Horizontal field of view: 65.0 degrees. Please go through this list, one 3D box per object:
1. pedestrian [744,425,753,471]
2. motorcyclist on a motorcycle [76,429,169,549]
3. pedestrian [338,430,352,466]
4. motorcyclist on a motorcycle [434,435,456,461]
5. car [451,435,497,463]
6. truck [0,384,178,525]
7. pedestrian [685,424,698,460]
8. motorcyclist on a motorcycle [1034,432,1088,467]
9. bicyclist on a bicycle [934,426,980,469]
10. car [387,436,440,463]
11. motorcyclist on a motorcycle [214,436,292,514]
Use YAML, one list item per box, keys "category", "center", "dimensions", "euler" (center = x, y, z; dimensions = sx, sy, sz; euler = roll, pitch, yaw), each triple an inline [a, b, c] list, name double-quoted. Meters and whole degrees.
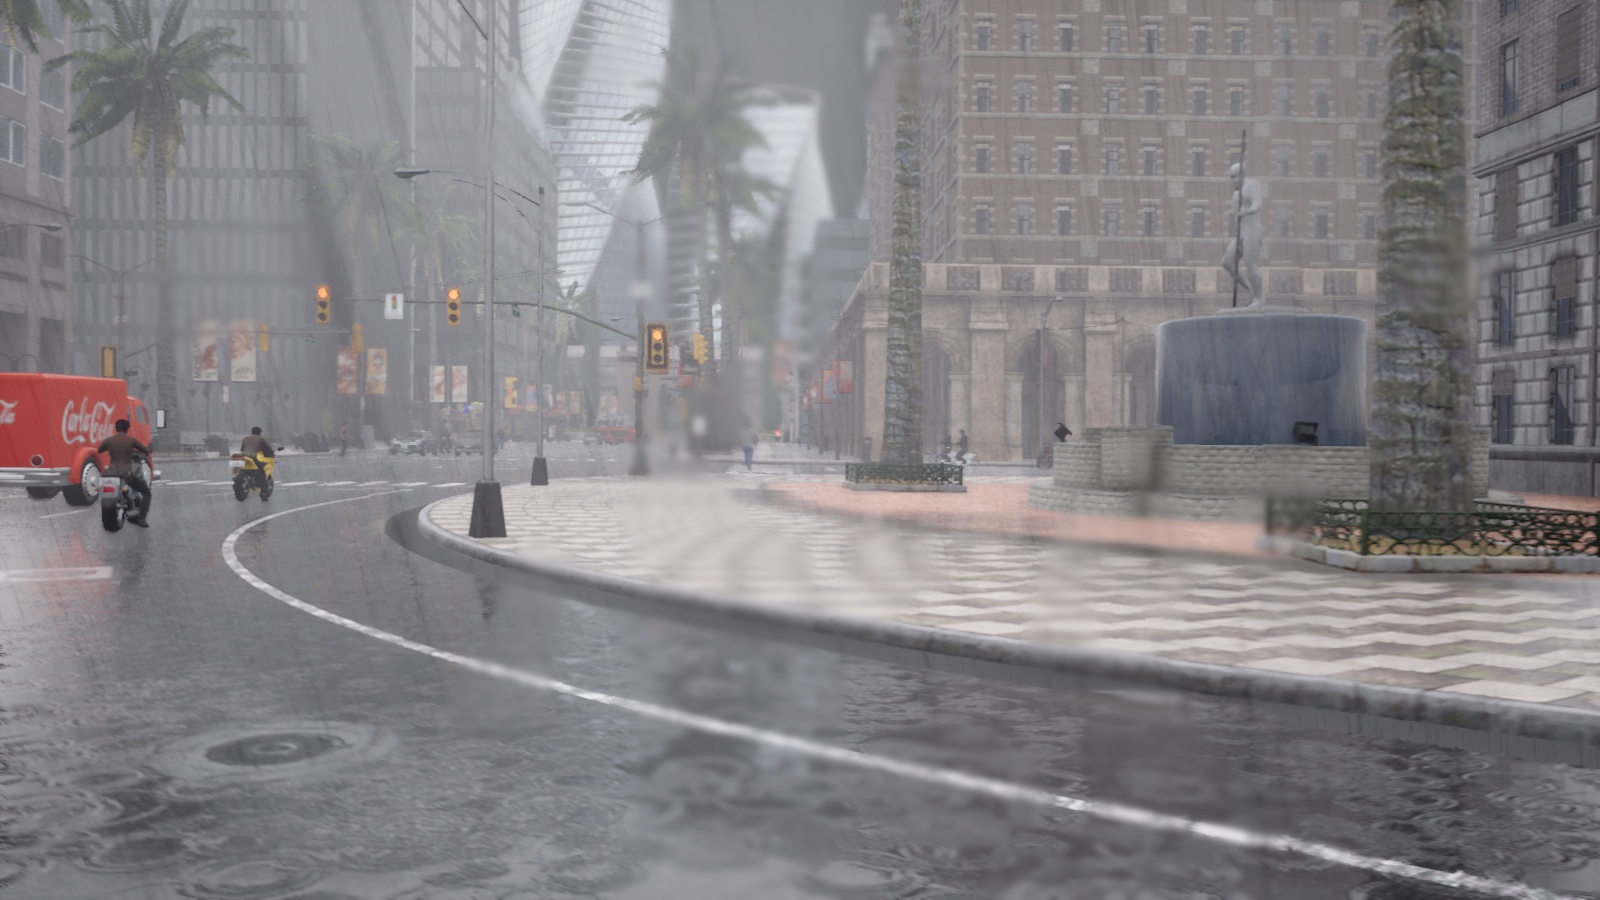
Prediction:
- category: "pedestrian"
  center: [-2.049, -0.085, 50.159]
  dimensions: [0.354, 1.836, 0.706]
  euler: [-1, 1, -3]
- category: "motorcyclist on a motorcycle"
  center: [-9.938, 0.530, 18.504]
  dimensions: [0.766, 1.649, 2.350]
  euler: [-1, 1, -18]
- category: "pedestrian"
  center: [-23.481, -0.091, 64.835]
  dimensions: [0.594, 1.836, 0.345]
  euler: [0, 1, 3]
- category: "motorcyclist on a motorcycle"
  center: [-22.688, -0.152, 80.287]
  dimensions: [0.766, 1.649, 2.350]
  euler: [0, 1, -1]
- category: "car"
  center: [-19.073, -0.069, 73.642]
  dimensions: [1.789, 1.549, 3.705]
  euler: [0, 1, -1]
- category: "truck"
  center: [-14.576, 0.055, 24.528]
  dimensions: [2.627, 2.467, 5.204]
  euler: [-1, 1, -5]
- category: "pedestrian"
  center: [-5.940, -0.440, 68.786]
  dimensions: [0.396, 1.930, 0.692]
  euler: [0, 1, 29]
- category: "motorcyclist on a motorcycle"
  center: [11.607, -0.045, 55.831]
  dimensions: [2.191, 1.530, 0.866]
  euler: [0, 1, -1]
- category: "bicyclist on a bicycle"
  center: [6.517, -0.120, 52.208]
  dimensions: [1.843, 1.776, 0.659]
  euler: [0, 1, -1]
- category: "car"
  center: [-22.555, -0.050, 73.441]
  dimensions: [1.970, 1.475, 3.806]
  euler: [0, 1, 0]
- category: "motorcyclist on a motorcycle"
  center: [-11.144, 0.481, 25.648]
  dimensions: [0.797, 1.523, 2.044]
  euler: [-1, 1, -4]
